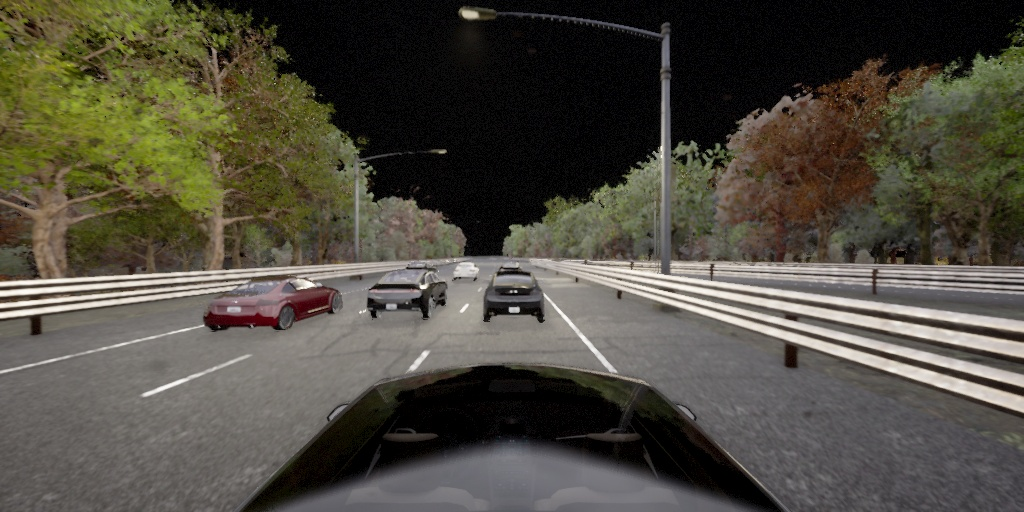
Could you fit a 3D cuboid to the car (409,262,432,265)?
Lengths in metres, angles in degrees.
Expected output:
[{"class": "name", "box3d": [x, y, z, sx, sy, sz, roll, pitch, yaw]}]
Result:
[{"class": "car", "box3d": [-7.164, 1.212, 28.406, 2.128, 1.511, 4.902, 0, 0, -1]}]

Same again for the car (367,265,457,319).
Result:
[{"class": "car", "box3d": [-3.458, 1.225, 12.657, 2.128, 1.511, 4.902, 0, 0, 0]}]

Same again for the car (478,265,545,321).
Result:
[{"class": "car", "box3d": [0.046, 1.238, 12.325, 1.837, 1.490, 4.892, 0, 0, 0]}]

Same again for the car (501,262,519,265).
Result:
[{"class": "car", "box3d": [-0.162, 1.209, 28.398, 2.128, 1.511, 4.902, 0, 0, -1]}]

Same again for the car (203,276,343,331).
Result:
[{"class": "car", "box3d": [-6.946, 1.300, 10.952, 1.994, 1.385, 4.181, 0, 0, 0]}]

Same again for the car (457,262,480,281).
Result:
[{"class": "car", "box3d": [-3.682, 1.244, 29.451, 1.812, 1.442, 4.674, 0, 0, -1]}]
